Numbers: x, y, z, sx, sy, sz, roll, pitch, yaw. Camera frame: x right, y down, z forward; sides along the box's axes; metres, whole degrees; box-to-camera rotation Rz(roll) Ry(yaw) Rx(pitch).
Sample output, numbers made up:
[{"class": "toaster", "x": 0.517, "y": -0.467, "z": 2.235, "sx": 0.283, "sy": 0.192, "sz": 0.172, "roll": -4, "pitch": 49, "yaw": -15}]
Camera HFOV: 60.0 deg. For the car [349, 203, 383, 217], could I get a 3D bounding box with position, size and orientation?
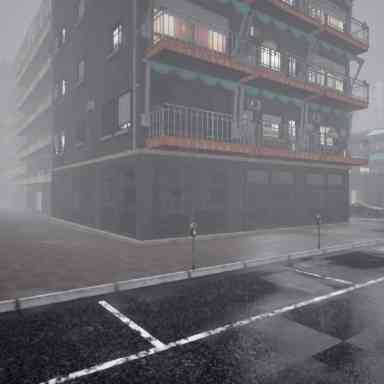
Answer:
[{"class": "car", "x": 16.841, "y": 1.766, "z": 33.136, "sx": 1.994, "sy": 1.385, "sz": 4.181, "roll": 0, "pitch": -1, "yaw": -35}]
